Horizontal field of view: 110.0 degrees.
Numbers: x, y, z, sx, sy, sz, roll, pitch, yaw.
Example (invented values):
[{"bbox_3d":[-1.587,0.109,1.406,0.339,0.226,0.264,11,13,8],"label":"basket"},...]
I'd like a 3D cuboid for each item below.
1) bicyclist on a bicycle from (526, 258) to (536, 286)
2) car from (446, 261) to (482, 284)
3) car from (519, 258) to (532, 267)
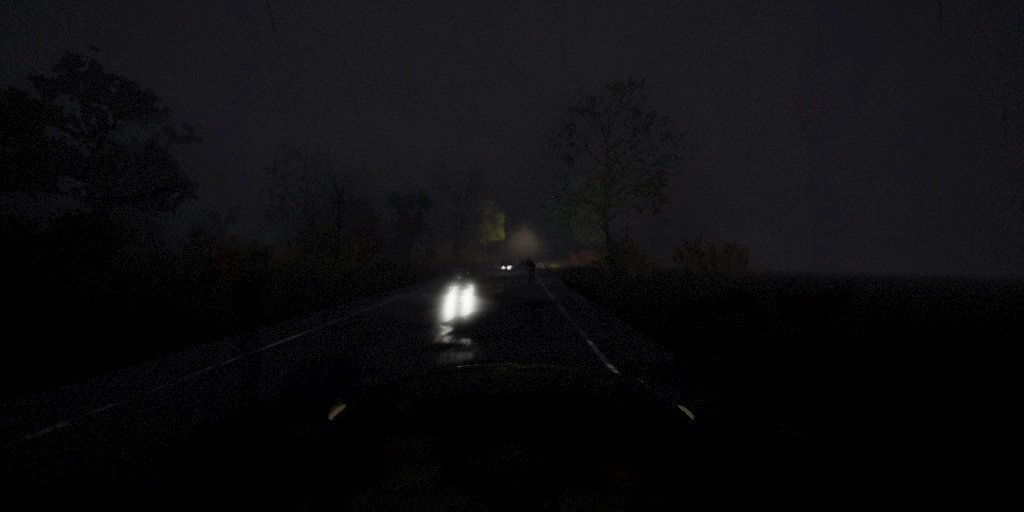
[{"bbox_3d":[1.221,1.088,22.082,0.582,1.620,1.656,0,0,2],"label":"bicyclist on a bicycle"},{"bbox_3d":[-3.238,1.101,24.917,2.128,1.511,4.902,0,0,2],"label":"car"},{"bbox_3d":[2.181,1.090,59.853,1.994,1.385,4.181,0,0,5],"label":"car"}]
